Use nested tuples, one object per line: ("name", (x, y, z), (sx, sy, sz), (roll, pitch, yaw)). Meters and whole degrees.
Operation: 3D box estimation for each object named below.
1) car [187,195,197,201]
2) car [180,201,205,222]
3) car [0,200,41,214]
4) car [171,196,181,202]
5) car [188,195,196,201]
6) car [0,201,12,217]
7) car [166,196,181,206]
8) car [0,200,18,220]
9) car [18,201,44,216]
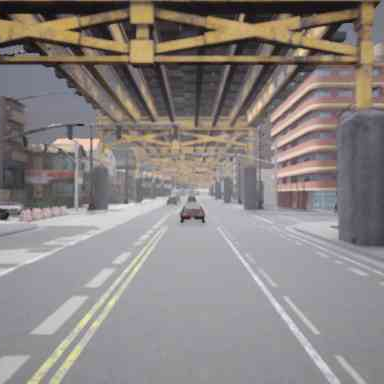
("car", (-0.016, 1.611, 73.724), (1.882, 1.535, 5.008), (0, 0, 0))
("car", (0.059, 1.673, 26.662), (1.895, 1.301, 4.718), (0, 0, 0))
("car", (-16.817, 1.374, 31.380), (4.536, 1.218, 1.853), (0, 0, -20))
("car", (-3.516, 1.577, 75.966), (2.033, 1.411, 5.357), (0, 0, 0))
("car", (-0.018, 1.557, 84.140), (1.837, 1.490, 4.892), (0, 0, 0))
("car", (-17.141, 1.363, 27.261), (4.536, 1.218, 1.853), (0, 0, 25))
("car", (-3.549, 1.657, 59.813), (1.837, 1.490, 4.892), (0, 0, 1))
("car", (-17.094, 1.520, 27.239), (4.974, 1.542, 2.038), (0, 0, 25))
("car", (-16.769, 1.531, 31.398), (4.974, 1.542, 2.038), (0, 0, -20))
